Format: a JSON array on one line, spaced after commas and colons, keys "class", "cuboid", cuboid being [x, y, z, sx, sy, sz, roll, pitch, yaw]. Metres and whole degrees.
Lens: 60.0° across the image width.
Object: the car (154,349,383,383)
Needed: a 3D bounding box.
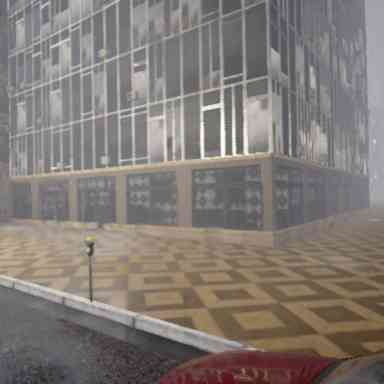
[{"class": "car", "cuboid": [1.477, 1.580, 1.682, 4.206, 1.307, 1.802, 0, -1, 36]}]
